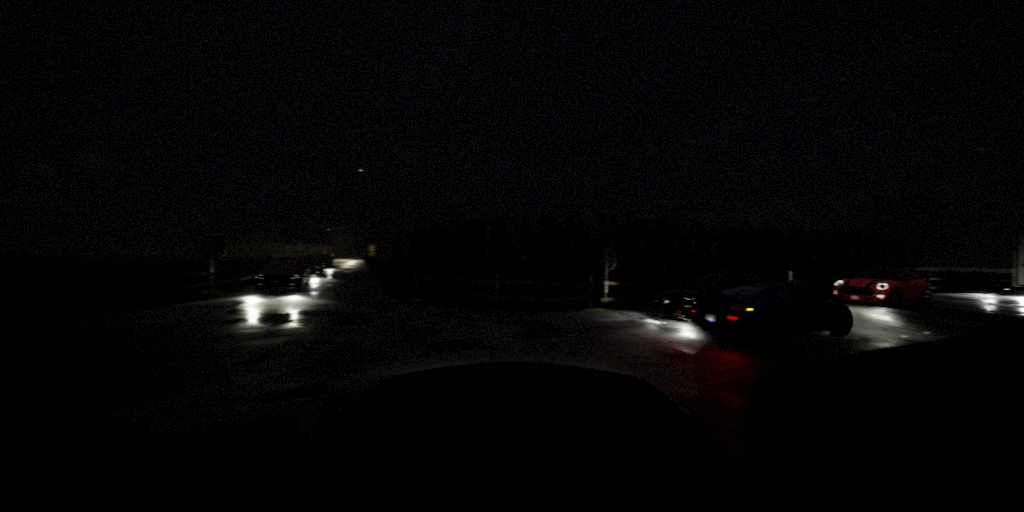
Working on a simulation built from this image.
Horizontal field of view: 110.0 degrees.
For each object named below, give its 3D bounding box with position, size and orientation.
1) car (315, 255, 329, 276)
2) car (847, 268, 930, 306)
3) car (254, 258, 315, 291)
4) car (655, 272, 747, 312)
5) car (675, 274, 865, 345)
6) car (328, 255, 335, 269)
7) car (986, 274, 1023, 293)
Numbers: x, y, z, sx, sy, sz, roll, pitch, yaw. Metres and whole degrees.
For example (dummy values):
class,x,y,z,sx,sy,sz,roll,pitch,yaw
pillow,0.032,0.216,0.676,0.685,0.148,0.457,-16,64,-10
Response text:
class,x,y,z,sx,sy,sz,roll,pitch,yaw
car,-15.582,0.820,27.610,1.994,1.385,4.181,2,0,-23
car,17.822,1.366,17.332,4.553,1.767,2.097,1,0,-23
car,-11.621,0.859,18.429,1.882,1.535,5.008,2,0,-23
car,7.440,1.324,12.921,4.892,1.490,1.837,1,0,-22
car,6.878,1.347,9.528,4.674,1.442,1.812,1,0,-23
car,-21.072,0.601,40.357,1.837,1.490,4.892,2,0,-23
car,34.926,1.930,24.676,4.718,1.301,1.895,1,0,-23
